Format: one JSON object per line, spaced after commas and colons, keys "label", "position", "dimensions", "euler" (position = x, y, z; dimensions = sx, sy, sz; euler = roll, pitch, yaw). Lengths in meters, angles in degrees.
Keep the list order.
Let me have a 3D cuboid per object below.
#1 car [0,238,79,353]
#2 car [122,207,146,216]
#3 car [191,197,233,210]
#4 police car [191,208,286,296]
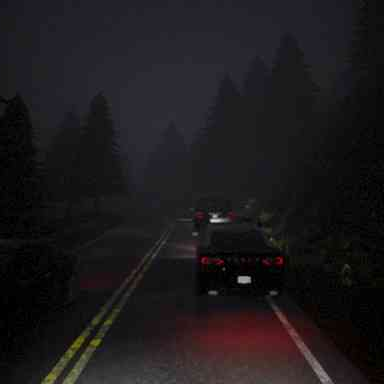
{"label": "car", "position": [-3.286, 1.551, 5.329], "dimensions": [1.812, 1.442, 4.674], "euler": [0, 0, 1]}
{"label": "car", "position": [-8.130, 2.819, 45.489], "dimensions": [1.994, 1.385, 4.181], "euler": [4, -8, -41]}
{"label": "car", "position": [1.164, 1.306, 18.840], "dimensions": [2.150, 2.045, 5.566], "euler": [0, 0, 1]}
{"label": "police car", "position": [1.024, 1.462, 8.878], "dimensions": [1.930, 1.638, 5.238], "euler": [0, 0, 1]}
